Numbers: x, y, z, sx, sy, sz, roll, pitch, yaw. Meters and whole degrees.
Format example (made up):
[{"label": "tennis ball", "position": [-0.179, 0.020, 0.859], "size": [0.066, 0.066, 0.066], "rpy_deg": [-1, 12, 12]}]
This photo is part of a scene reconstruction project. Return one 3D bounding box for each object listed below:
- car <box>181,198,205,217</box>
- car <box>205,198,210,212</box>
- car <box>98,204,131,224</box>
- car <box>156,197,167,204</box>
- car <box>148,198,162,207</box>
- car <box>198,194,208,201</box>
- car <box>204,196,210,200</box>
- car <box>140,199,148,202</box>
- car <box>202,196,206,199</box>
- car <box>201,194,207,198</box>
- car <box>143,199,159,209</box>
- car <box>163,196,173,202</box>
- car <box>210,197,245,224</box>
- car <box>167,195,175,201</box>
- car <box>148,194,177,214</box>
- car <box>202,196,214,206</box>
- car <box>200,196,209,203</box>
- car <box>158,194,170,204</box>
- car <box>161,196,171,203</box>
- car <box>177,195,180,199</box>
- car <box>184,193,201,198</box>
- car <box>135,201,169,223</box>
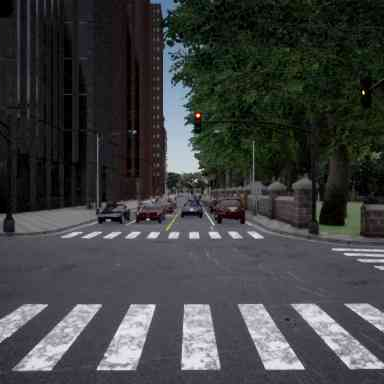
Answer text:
[{"label": "car", "position": [0.018, 1.582, 32.029], "size": [1.994, 1.385, 4.181], "rpy_deg": [0, 0, 1]}, {"label": "car", "position": [2.778, 1.588, 35.968], "size": [1.947, 1.339, 4.313], "rpy_deg": [0, 0, 0]}, {"label": "car", "position": [-5.752, 1.576, 25.050], "size": [1.947, 1.339, 4.313], "rpy_deg": [0, 0, 0]}, {"label": "car", "position": [-5.736, 1.635, 63.249], "size": [1.802, 1.307, 4.206], "rpy_deg": [0, 0, 0]}, {"label": "car", "position": [-5.741, 1.623, 52.335], "size": [1.802, 1.307, 4.206], "rpy_deg": [0, 0, 0]}, {"label": "car", "position": [2.798, 1.400, 85.077], "size": [2.192, 1.841, 5.009], "rpy_deg": [0, 0, 0]}, {"label": "car", "position": [2.780, 1.579, 41.424], "size": [2.008, 1.369, 4.403], "rpy_deg": [0, 0, 0]}, {"label": "car", "position": [-5.745, 1.579, 41.420], "size": [2.008, 1.369, 4.403], "rpy_deg": [0, 0, 0]}, {"label": "car", "position": [2.782, 1.585, 46.881], "size": [2.008, 1.369, 4.403], "rpy_deg": [0, 0, 0]}, {"label": "car", "position": [2.785, 1.481, 52.338], "size": [1.967, 1.590, 4.097], "rpy_deg": [0, 0, 0]}, {"label": "car", "position": [-5.743, 1.616, 46.878], "size": [1.802, 1.307, 4.206], "rpy_deg": [0, 0, 0]}, {"label": "car", "position": [-5.729, 1.620, 79.620], "size": [1.887, 1.381, 4.507], "rpy_deg": [0, 0, 0]}, {"label": "car", "position": [2.773, 1.326, 25.056], "size": [2.192, 1.841, 5.009], "rpy_deg": [0, 0, 0]}, {"label": "car", "position": [-5.725, 1.534, 90.534], "size": [1.967, 1.590, 4.097], "rpy_deg": [0, 0, 0]}, {"label": "car", "position": [-3.083, 1.374, 35.488], "size": [2.097, 1.767, 4.553], "rpy_deg": [0, 0, 1]}, {"label": "car", "position": [2.787, 1.487, 57.794], "size": [1.967, 1.590, 4.097], "rpy_deg": [0, 0, 0]}, {"label": "car", "position": [2.794, 1.593, 74.334], "size": [1.752, 1.417, 4.829], "rpy_deg": [0, 0, 0]}, {"label": "car", "position": [-5.734, 1.375, 68.706], "size": [2.192, 1.841, 5.009], "rpy_deg": [0, 0, 0]}, {"label": "car", "position": [-5.732, 1.612, 74.163], "size": [1.887, 1.381, 4.507], "rpy_deg": [0, 0, 0]}, {"label": "car", "position": [-3.070, 1.538, 45.721], "size": [1.837, 1.490, 4.892], "rpy_deg": [0, 0, 0]}, {"label": "car", "position": [0.090, 1.398, 57.478], "size": [2.097, 1.767, 4.553], "rpy_deg": [0, 0, 0]}, {"label": "car", "position": [-3.089, 1.612, 25.495], "size": [1.895, 1.301, 4.718], "rpy_deg": [0, 0, 0]}]
